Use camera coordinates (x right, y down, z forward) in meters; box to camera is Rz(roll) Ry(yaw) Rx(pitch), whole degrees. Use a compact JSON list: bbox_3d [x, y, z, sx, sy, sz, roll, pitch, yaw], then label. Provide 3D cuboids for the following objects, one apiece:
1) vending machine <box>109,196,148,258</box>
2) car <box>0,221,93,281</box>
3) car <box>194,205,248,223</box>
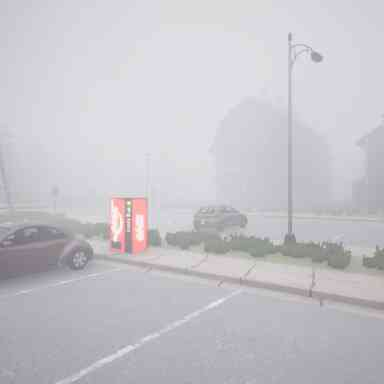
[{"bbox_3d":[-2.267,1.195,11.933,0.880,2.100,1.100,0,0,35],"label":"vending machine"},{"bbox_3d":[-4.678,1.521,8.913,1.784,1.438,3.905,0,0,36],"label":"car"},{"bbox_3d":[1.793,1.506,20.096,1.816,1.474,4.193,0,0,36],"label":"car"}]
